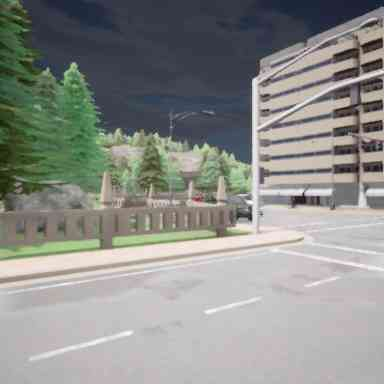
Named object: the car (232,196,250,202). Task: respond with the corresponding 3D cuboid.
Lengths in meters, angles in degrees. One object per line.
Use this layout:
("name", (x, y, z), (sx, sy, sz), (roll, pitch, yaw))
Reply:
("car", (11.102, 1.585, 75.074), (1.895, 1.301, 4.718), (0, 0, 40))

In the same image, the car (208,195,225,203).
("car", (5.389, 1.509, 72.961), (1.812, 1.442, 4.674), (0, 0, 32))

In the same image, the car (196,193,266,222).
("car", (2.920, 1.181, 26.430), (2.150, 2.045, 5.566), (0, 0, -33))

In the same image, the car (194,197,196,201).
("car", (-0.509, 1.565, 39.843), (1.895, 1.301, 4.718), (0, 0, -20))

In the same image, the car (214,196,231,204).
("car", (6.048, 1.529, 65.691), (2.033, 1.411, 5.357), (0, 0, 20))

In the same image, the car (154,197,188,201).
("car", (-2.052, 1.438, 35.005), (1.882, 1.535, 5.008), (0, 0, -26))

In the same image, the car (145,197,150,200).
("car", (-5.571, 1.441, 45.090), (1.882, 1.535, 5.008), (0, 0, -10))

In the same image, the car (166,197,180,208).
("car", (-2.875, 1.473, 49.948), (1.837, 1.490, 4.892), (0, 0, -5))

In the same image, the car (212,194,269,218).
("car", (4.304, 1.184, 30.693), (2.150, 2.045, 5.566), (0, 0, -32))

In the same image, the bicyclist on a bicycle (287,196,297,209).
("bicyclist on a bicycle", (12.141, 1.274, 40.241), (1.656, 1.620, 0.582), (0, 0, -29))
